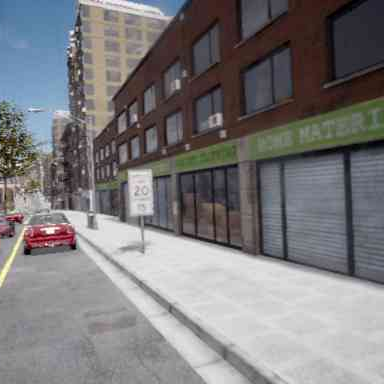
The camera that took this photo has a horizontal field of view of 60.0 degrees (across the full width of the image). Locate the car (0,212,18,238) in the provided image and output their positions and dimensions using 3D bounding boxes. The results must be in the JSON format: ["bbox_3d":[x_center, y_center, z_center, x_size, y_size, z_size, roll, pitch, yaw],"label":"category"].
[{"bbox_3d":[-12.827,2.287,21.824,1.994,1.385,4.181,-3,0,-25],"label":"car"}]

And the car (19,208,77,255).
[{"bbox_3d":[-6.799,1.732,15.810,2.097,1.767,4.553,-3,0,-25],"label":"car"}]

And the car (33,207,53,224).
[{"bbox_3d":[-16.356,2.505,36.410,1.837,1.490,4.892,-3,0,-25],"label":"car"}]

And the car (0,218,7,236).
[{"bbox_3d":[-8.608,2.008,12.734,2.033,1.411,5.357,-3,0,-25],"label":"car"}]
